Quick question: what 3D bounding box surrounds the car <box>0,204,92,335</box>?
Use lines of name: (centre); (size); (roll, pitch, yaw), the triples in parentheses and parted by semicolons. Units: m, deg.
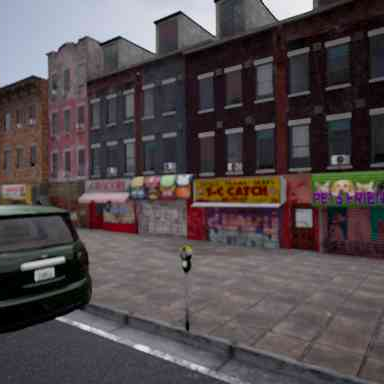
car: (-4.258, 1.248, 6.193); (5.566, 2.045, 2.150); (0, 0, 35)
